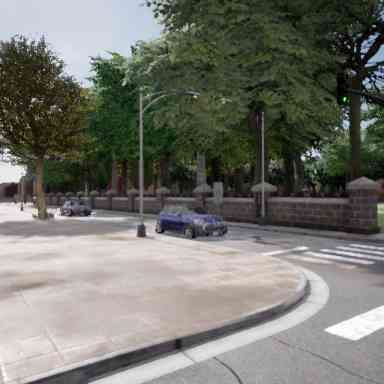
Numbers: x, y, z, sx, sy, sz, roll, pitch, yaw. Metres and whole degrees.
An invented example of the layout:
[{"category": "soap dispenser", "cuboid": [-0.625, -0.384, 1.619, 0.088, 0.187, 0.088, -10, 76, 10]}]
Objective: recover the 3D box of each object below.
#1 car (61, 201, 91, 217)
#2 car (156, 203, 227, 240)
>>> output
[{"category": "car", "cuboid": [-12.356, 1.705, 35.359, 2.097, 1.767, 4.553, 0, -1, -35]}, {"category": "car", "cuboid": [-0.132, 1.486, 18.205, 2.097, 1.767, 4.553, 0, -1, -35]}]
